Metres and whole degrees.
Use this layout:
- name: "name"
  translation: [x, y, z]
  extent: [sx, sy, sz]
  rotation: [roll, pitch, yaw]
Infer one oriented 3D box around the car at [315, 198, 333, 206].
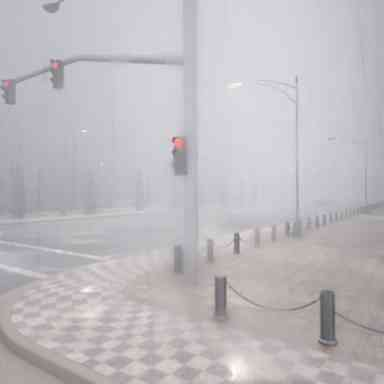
- name: "car"
  translation: [21.656, 1.595, 54.380]
  extent: [1.994, 1.385, 4.181]
  rotation: [0, 0, 35]
